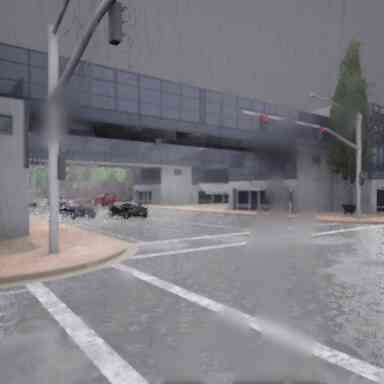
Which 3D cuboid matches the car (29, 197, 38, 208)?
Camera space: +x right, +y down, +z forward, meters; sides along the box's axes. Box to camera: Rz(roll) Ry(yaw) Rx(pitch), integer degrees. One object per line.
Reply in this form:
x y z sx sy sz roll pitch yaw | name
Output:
-23.038 1.479 46.749 1.882 1.535 5.008 0 0 -35 | car

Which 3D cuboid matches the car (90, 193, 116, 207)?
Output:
-13.399 1.179 51.460 2.150 2.045 5.566 0 0 -34 | car

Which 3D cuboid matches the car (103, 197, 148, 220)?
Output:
-5.474 1.447 28.245 1.882 1.535 5.008 0 0 -36 | car

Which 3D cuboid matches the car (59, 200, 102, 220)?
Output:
-9.593 1.586 27.975 1.895 1.301 4.718 0 0 -36 | car

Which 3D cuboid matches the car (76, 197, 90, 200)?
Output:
-19.608 1.529 60.002 1.994 1.385 4.181 0 0 -36 | car

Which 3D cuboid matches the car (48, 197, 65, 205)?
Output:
-18.808 1.463 46.831 1.882 1.535 5.008 0 0 -35 | car
